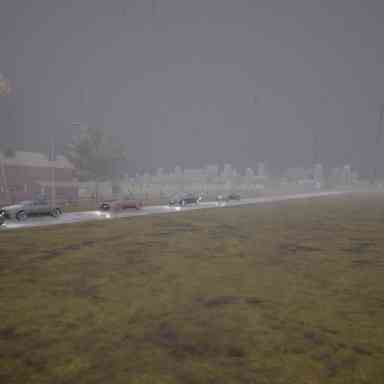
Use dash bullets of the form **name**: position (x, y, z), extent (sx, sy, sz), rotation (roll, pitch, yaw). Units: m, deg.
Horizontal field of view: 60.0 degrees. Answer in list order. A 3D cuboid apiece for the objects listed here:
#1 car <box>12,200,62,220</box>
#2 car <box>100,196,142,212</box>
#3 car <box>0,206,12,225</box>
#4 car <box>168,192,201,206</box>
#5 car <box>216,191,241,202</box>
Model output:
- **car**: position (-11.925, 1.267, 24.736), extent (1.994, 1.385, 4.181), rotation (1, 2, 34)
- **car**: position (-6.730, 1.090, 31.872), extent (1.994, 1.385, 4.181), rotation (1, 2, 36)
- **car**: position (-12.804, 1.427, 18.484), extent (1.994, 1.385, 4.181), rotation (1, 2, 36)
- **car**: position (-0.846, 0.827, 39.976), extent (1.837, 1.490, 4.892), rotation (1, 2, 36)
- **car**: position (5.314, 0.596, 48.403), extent (2.128, 1.511, 4.902), rotation (1, 2, 37)
